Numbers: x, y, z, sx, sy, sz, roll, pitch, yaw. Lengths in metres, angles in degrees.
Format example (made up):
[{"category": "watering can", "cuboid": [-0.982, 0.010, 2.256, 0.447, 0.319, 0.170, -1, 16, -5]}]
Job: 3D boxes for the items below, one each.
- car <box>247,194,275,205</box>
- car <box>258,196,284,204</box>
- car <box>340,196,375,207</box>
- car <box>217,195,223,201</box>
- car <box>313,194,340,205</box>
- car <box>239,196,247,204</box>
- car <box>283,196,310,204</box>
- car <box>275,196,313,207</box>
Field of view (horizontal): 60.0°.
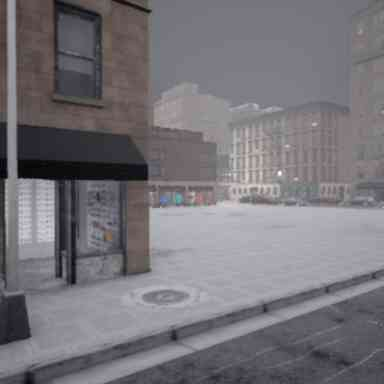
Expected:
[{"category": "car", "cuboid": [11.970, 1.256, 54.451, 2.192, 1.841, 5.009, 0, 0, -35]}, {"category": "car", "cuboid": [15.126, 1.413, 63.857, 1.752, 1.417, 4.829, 0, 0, -35]}, {"category": "car", "cuboid": [25.076, 1.329, 49.881, 1.967, 1.590, 4.097, 0, 0, -35]}, {"category": "car", "cuboid": [5.374, 1.438, 77.556, 2.008, 1.369, 4.403, 0, 0, -35]}, {"category": "car", "cuboid": [21.792, 1.203, 54.493, 2.192, 1.841, 5.009, 0, 0, -35]}, {"category": "car", "cuboid": [10.750, 1.426, 60.633, 1.837, 1.490, 4.892, 0, 0, -35]}, {"category": "car", "cuboid": [18.509, 1.454, 59.106, 1.947, 1.339, 4.313, 0, 0, -35]}, {"category": "car", "cuboid": [15.255, 1.492, 49.840, 2.008, 1.369, 4.403, 0, 0, -35]}]
